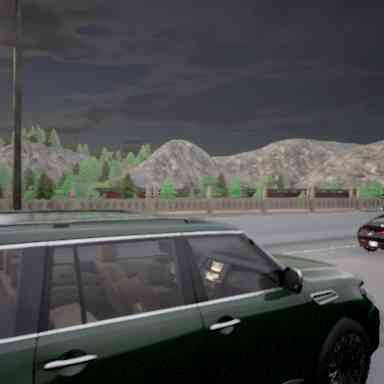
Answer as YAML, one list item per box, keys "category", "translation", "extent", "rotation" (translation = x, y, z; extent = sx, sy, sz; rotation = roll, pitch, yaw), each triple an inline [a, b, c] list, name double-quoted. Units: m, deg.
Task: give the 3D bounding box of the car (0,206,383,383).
- category: "car"
  translation: [-0.418, 1.209, 3.332]
  extent: [5.566, 2.045, 2.150]
  rotation: [0, 0, -34]
